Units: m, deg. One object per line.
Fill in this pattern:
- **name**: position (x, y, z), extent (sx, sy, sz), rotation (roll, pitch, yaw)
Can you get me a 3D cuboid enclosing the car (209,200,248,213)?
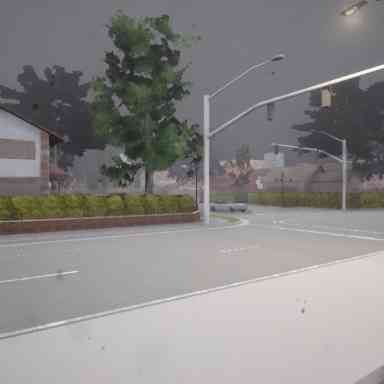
- **car**: position (3.869, 1.510, 36.329), extent (1.895, 1.301, 4.718), rotation (0, 0, -36)
